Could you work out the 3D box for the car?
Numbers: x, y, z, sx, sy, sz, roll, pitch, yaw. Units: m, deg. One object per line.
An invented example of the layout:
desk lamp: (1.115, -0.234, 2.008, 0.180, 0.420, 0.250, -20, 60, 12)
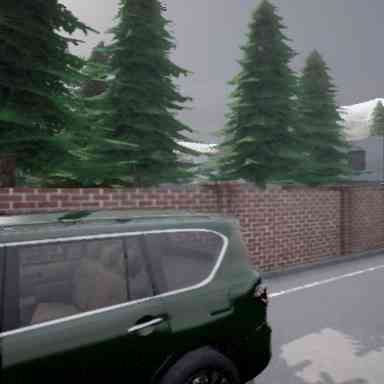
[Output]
car: (-1.769, 1.221, 2.718, 5.566, 2.045, 2.150, 0, 0, -35)
